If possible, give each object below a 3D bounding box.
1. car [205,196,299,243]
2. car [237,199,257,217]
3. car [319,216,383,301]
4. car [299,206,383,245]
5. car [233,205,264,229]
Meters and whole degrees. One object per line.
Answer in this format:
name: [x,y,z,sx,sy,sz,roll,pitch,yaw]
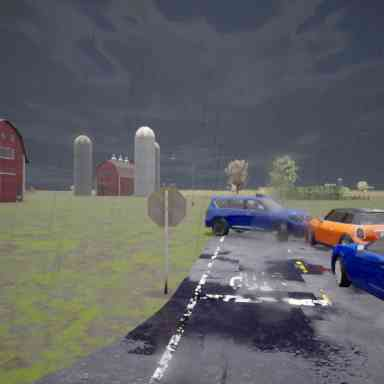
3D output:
car: [3.225,1.217,16.609,5.566,2.045,2.150,0,0,39]
car: [5.439,1.502,33.032,1.837,1.490,4.892,0,0,9]
car: [4.474,1.480,6.321,1.882,1.535,5.008,0,0,-3]
car: [6.053,1.371,12.665,2.097,1.767,4.553,0,0,-2]
car: [3.810,1.601,22.721,1.895,1.301,4.718,0,0,9]
